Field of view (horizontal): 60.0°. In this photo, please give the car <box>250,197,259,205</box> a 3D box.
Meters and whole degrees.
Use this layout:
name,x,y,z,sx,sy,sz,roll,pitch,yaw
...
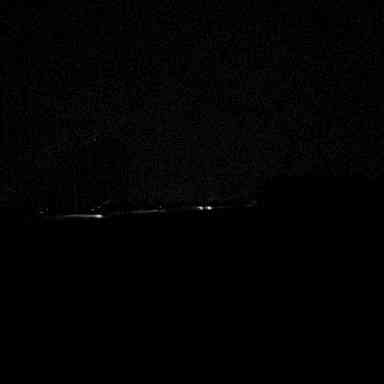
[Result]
name,x,y,z,sx,sy,sz,roll,pitch,yaw
car,11.933,1.477,58.536,2.128,1.511,4.902,-1,-1,35

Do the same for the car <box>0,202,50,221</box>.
name,x,y,z,sx,sy,sz,roll,pitch,yaw
car,-14.144,1.539,26.418,2.033,1.411,5.357,-1,-1,34

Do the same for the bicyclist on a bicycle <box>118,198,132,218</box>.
name,x,y,z,sx,sy,sz,roll,pitch,yaw
bicyclist on a bicycle,-5.675,1.351,28.099,1.656,1.620,0.582,0,0,35

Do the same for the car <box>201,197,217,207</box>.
name,x,y,z,sx,sy,sz,roll,pitch,yaw
car,3.166,1.500,50.948,1.812,1.442,4.674,-1,-1,36

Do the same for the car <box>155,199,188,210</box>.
name,x,y,z,sx,sy,sz,roll,pitch,yaw
car,-2.655,1.558,42.752,1.895,1.301,4.718,-1,-1,35

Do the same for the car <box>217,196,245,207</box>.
name,x,y,z,sx,sy,sz,roll,pitch,yaw
car,6.238,1.405,50.354,1.882,1.535,5.008,-1,-1,36

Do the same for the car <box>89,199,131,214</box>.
name,x,y,z,sx,sy,sz,roll,pitch,yaw
car,-8.417,1.496,34.596,1.812,1.442,4.674,-1,-1,35
